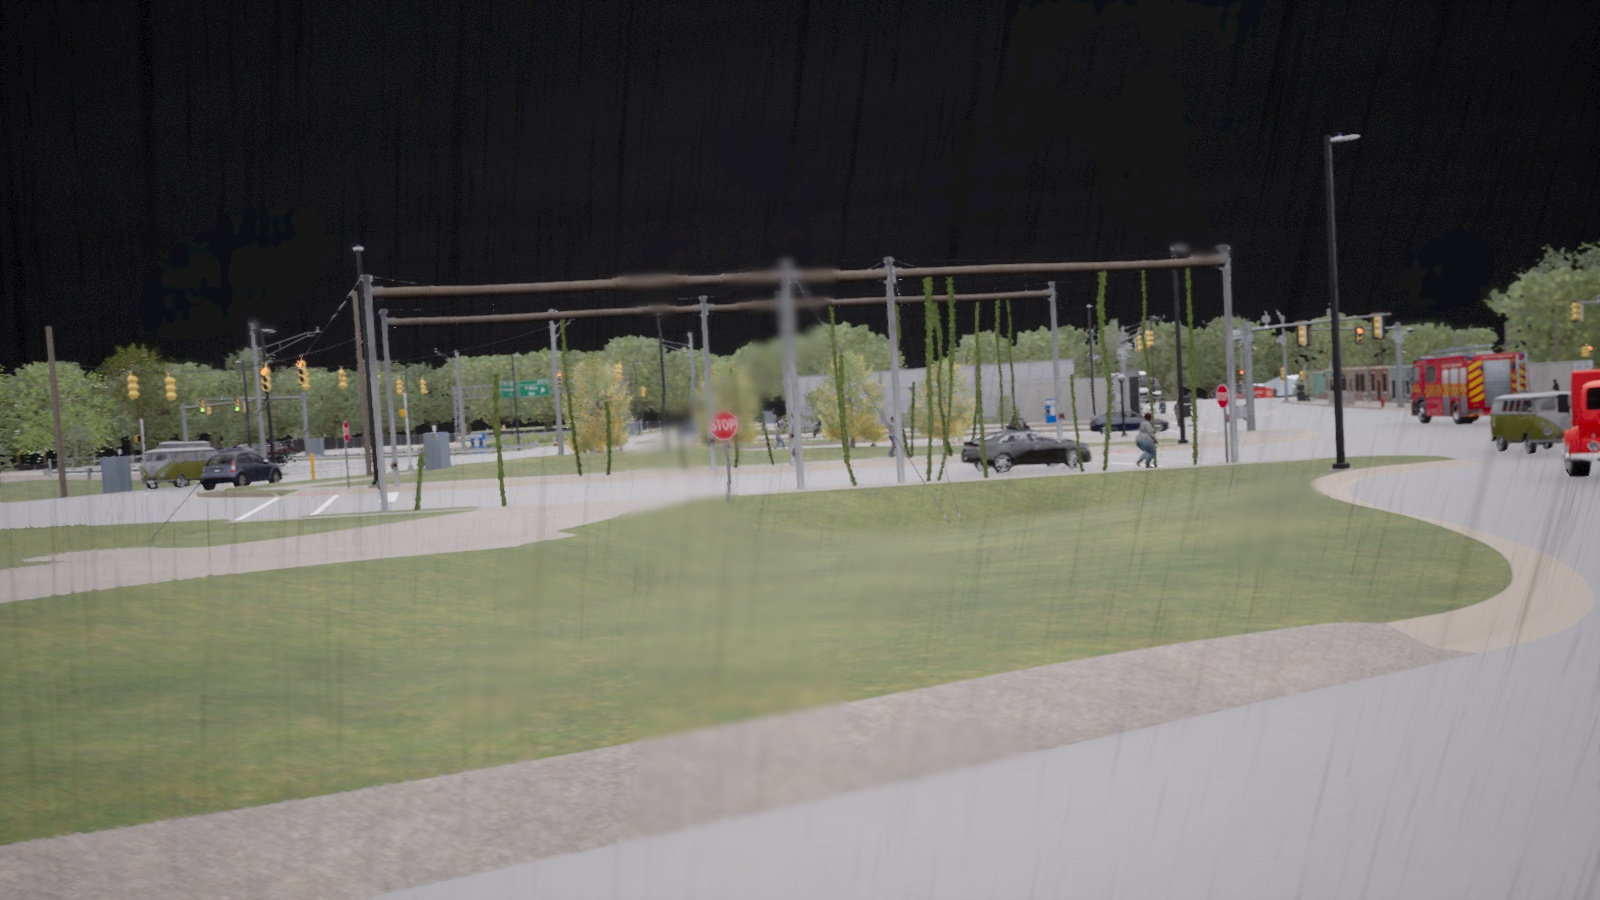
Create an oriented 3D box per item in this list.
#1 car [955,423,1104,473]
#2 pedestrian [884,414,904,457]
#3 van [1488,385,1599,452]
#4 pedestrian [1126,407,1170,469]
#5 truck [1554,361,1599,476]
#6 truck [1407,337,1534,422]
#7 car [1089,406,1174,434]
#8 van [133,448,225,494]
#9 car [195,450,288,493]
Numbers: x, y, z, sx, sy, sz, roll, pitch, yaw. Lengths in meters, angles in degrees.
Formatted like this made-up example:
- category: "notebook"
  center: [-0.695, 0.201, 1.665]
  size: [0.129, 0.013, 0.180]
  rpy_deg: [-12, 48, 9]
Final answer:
- category: "car"
  center: [8.377, -0.096, 45.904]
  size: [4.902, 1.511, 2.128]
  rpy_deg: [-3, 3, -16]
- category: "pedestrian"
  center: [4.146, -0.657, 55.546]
  size: [0.706, 1.836, 0.354]
  rpy_deg: [-5, 3, -16]
- category: "van"
  center: [24.591, -1.053, 41.609]
  size: [1.775, 1.987, 4.442]
  rpy_deg: [-3, 1, 11]
- category: "pedestrian"
  center: [10.902, -0.393, 39.350]
  size: [0.900, 1.855, 0.874]
  rpy_deg: [-5, 3, -13]
- category: "truck"
  center: [19.081, -0.734, 28.993]
  size: [2.627, 2.467, 5.204]
  rpy_deg: [-1, 0, 33]
- category: "truck"
  center: [33.961, -3.484, 63.995]
  size: [2.891, 3.827, 8.468]
  rpy_deg: [-3, 1, 9]
- category: "car"
  center: [20.469, -1.851, 77.600]
  size: [4.792, 1.488, 2.163]
  rpy_deg: [-2, 2, 8]
- category: "van"
  center: [-30.930, 1.001, 62.719]
  size: [1.775, 1.987, 4.442]
  rpy_deg: [-3, 1, 9]
- category: "car"
  center: [-24.854, 0.922, 56.071]
  size: [1.851, 1.617, 3.988]
  rpy_deg: [-3, 1, 9]
